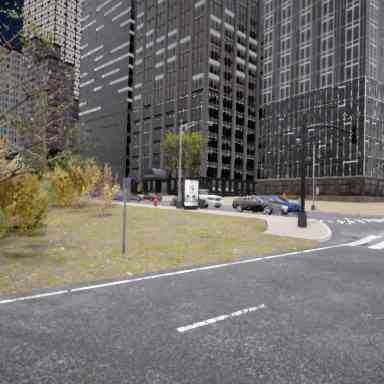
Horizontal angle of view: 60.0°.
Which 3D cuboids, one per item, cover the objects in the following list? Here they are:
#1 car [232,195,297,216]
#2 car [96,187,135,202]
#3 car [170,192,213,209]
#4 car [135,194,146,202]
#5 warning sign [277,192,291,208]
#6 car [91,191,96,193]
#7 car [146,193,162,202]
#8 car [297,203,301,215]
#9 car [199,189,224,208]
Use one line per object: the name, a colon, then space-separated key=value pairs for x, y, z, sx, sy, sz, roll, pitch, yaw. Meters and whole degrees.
car: x=5.335 y=1.027 z=26.324 sx=2.128 sy=1.511 sz=4.902 roll=3 pitch=-1 yaw=-39
car: x=-10.454 y=0.300 z=45.140 sx=2.150 sy=2.045 sz=5.566 roll=3 pitch=0 yaw=-41
car: x=-0.339 y=0.937 z=33.236 sx=1.994 sy=1.385 sz=4.181 roll=3 pitch=-1 yaw=-40
car: x=-9.080 y=0.700 z=48.483 sx=1.812 sy=1.442 sz=4.674 roll=3 pitch=-1 yaw=-41
warning sign: x=10.960 y=0.990 z=39.546 sx=1.300 sy=1.860 sz=1.060 roll=2 pitch=-1 yaw=-40
car: x=-19.158 y=0.444 z=64.668 sx=2.128 sy=1.511 sz=4.902 roll=3 pitch=-1 yaw=-43
car: x=-6.802 y=0.865 z=55.895 sx=1.812 sy=1.442 sz=4.674 roll=3 pitch=-1 yaw=-41
car: x=7.278 y=1.114 z=29.094 sx=1.882 sy=1.535 sz=5.008 roll=3 pitch=-1 yaw=-39
car: x=0.993 y=0.673 z=36.730 sx=2.150 sy=2.045 sz=5.566 roll=3 pitch=0 yaw=-40
